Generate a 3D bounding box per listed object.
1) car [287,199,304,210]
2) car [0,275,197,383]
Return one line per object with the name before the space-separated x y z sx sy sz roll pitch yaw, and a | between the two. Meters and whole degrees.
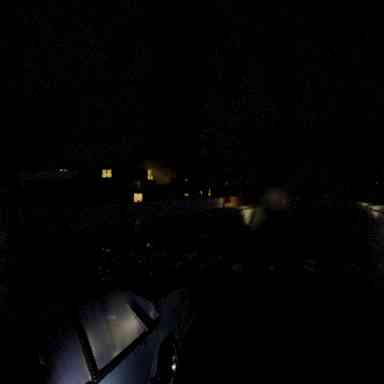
car | 13.555 1.563 43.382 2.033 1.411 5.357 0 0 21
car | -1.528 1.547 2.603 2.033 1.411 5.357 0 0 19
